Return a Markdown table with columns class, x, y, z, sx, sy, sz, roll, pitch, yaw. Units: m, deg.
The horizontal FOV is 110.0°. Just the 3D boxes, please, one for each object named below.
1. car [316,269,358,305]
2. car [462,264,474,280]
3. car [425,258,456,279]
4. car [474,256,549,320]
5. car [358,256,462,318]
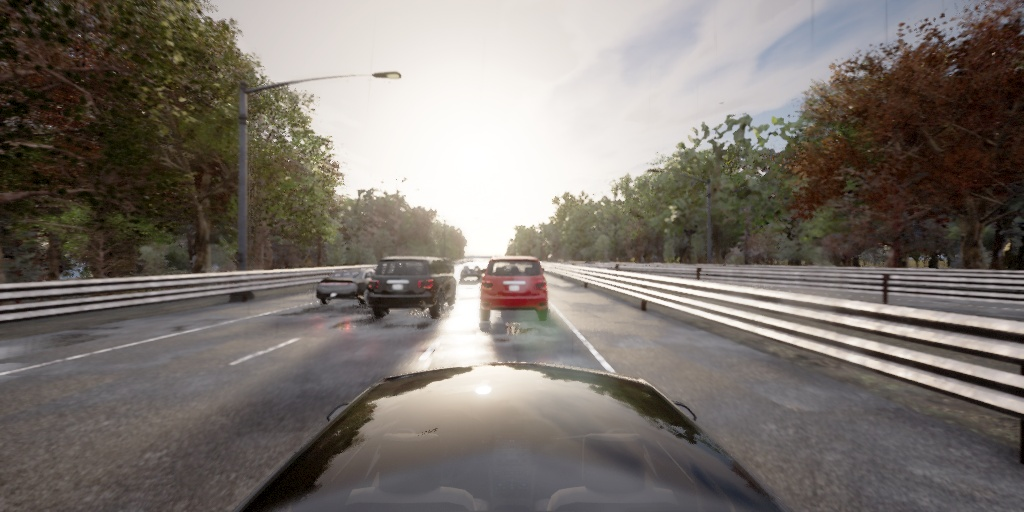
| class | x | y | z | sx | sy | sz | roll | pitch | yaw |
| --- | --- | --- | --- | --- | --- | --- | --- | --- | --- |
| car | -6.982 | 1.331 | 16.412 | 2.128 | 1.511 | 4.902 | 0 | 0 | -1 |
| car | -3.740 | 1.494 | 33.450 | 2.033 | 1.411 | 5.357 | 0 | 0 | -1 |
| car | -7.325 | 1.196 | 37.321 | 2.150 | 2.045 | 5.566 | 0 | 0 | -1 |
| car | 0.050 | 1.037 | 13.059 | 2.150 | 2.045 | 5.566 | 0 | 0 | 0 |
| car | -3.452 | 1.041 | 13.461 | 2.150 | 2.045 | 5.566 | 0 | 0 | 0 |
